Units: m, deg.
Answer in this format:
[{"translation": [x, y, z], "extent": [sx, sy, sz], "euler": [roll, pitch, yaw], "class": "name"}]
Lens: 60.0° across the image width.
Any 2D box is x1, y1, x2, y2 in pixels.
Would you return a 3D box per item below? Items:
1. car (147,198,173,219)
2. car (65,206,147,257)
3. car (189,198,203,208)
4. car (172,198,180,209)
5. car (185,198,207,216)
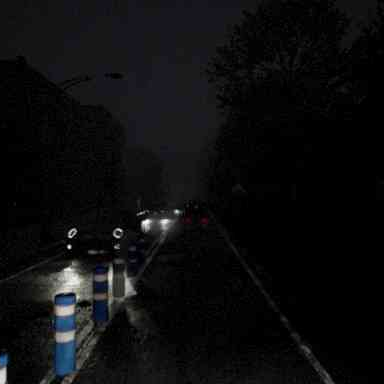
[{"translation": [-3.061, 1.598, 30.464], "extent": [1.837, 1.490, 4.892], "euler": [0, -1, 1], "class": "car"}, {"translation": [-3.279, 1.405, 13.206], "extent": [2.097, 1.767, 4.553], "euler": [0, 0, 1], "class": "car"}, {"translation": [0.677, 1.660, 51.830], "extent": [2.033, 1.411, 5.357], "euler": [0, 0, 1], "class": "car"}, {"translation": [-2.729, 1.643, 47.037], "extent": [1.812, 1.442, 4.674], "euler": [0, 0, 1], "class": "car"}, {"translation": [0.425, 1.449, 33.353], "extent": [2.097, 1.767, 4.553], "euler": [0, 0, 1], "class": "car"}]
